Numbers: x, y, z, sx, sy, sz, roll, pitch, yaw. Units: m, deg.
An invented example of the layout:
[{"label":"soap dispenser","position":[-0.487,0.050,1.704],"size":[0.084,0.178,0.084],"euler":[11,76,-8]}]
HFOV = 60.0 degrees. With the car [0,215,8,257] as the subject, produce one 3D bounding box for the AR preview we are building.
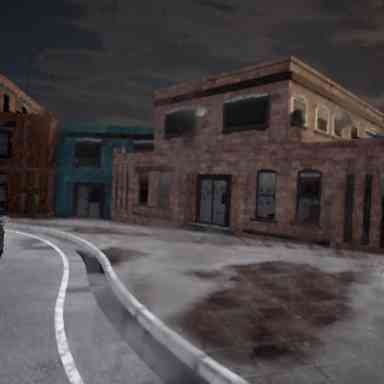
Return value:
[{"label":"car","position":[-7.348,1.204,11.057],"size":[1.837,1.490,4.892],"euler":[3,0,-31]}]
